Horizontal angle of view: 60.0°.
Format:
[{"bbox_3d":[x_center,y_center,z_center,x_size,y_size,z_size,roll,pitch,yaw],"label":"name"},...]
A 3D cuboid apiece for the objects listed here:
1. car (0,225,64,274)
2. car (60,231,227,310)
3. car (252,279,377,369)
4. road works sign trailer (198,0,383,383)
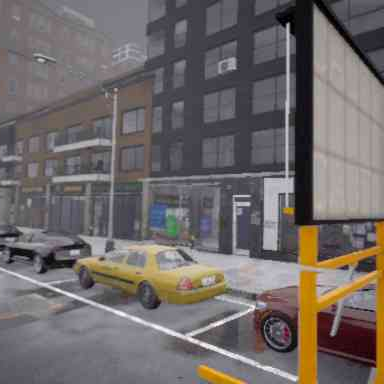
[{"bbox_3d":[-5.426,2.079,12.383,4.313,1.339,1.947,-1,-3,42],"label":"car"},{"bbox_3d":[-1.375,1.946,8.790,4.829,1.417,1.752,-1,-3,42],"label":"car"},{"bbox_3d":[2.929,1.904,4.968,4.206,1.307,1.802,-1,-3,42],"label":"car"},{"bbox_3d":[1.186,0.641,2.785,2.880,3.560,2.380,-1,-4,42],"label":"road works sign trailer"}]
